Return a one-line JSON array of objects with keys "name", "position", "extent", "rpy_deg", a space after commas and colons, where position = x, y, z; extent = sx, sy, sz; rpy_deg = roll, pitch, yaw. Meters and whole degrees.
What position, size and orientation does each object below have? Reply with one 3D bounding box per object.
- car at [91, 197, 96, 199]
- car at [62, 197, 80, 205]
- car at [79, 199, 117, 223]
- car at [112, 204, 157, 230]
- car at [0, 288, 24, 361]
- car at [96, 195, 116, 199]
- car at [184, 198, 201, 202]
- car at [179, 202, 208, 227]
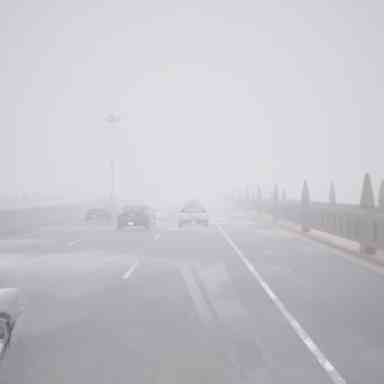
[{"name": "car", "position": [-17.541, 1.571, 61.496], "extent": [1.994, 1.385, 4.181], "rpy_deg": [0, 0, 0]}, {"name": "car", "position": [-21.053, 1.534, 57.923], "extent": [1.812, 1.442, 4.674], "rpy_deg": [0, 0, 1]}, {"name": "car", "position": [-6.908, 1.529, 25.789], "extent": [1.812, 1.442, 4.674], "rpy_deg": [0, 0, 0]}, {"name": "car", "position": [-3.404, 1.508, 20.900], "extent": [1.837, 1.490, 4.892], "rpy_deg": [0, 0, 0]}, {"name": "car", "position": [-3.401, 1.601, 2.767], "extent": [1.895, 1.301, 4.718], "rpy_deg": [0, 0, 0]}, {"name": "car", "position": [-14.064, 1.360, 55.977], "extent": [2.097, 1.767, 4.553], "rpy_deg": [0, 0, 0]}, {"name": "car", "position": [0.087, 1.510, 41.559], "extent": [1.837, 1.490, 4.892], "rpy_deg": [0, 0, 0]}, {"name": "car", "position": [0.092, 1.604, 22.944], "extent": [1.895, 1.301, 4.718], "rpy_deg": [0, 0, 0]}]
